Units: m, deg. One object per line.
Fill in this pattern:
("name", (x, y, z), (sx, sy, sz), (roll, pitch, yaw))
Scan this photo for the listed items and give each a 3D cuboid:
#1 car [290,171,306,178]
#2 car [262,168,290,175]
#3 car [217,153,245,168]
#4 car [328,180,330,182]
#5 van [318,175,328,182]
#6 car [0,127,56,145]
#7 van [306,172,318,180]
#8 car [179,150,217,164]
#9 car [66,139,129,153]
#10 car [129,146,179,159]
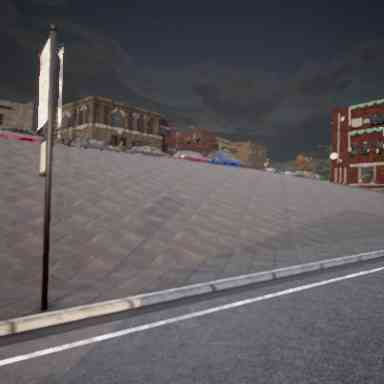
("car", (15.191, -2.397, 51.320), (2.002, 1.452, 4.674), (1, -2, 41))
("car", (11.520, -2.647, 47.175), (2.002, 1.452, 4.674), (1, -2, 42))
("car", (3.980, -3.373, 39.129), (5.566, 2.045, 2.435), (3, -1, -45))
("car", (25.748, -1.538, 64.187), (2.163, 1.488, 4.792), (1, -2, 38))
("van", (22.390, -2.094, 59.910), (1.878, 1.987, 4.442), (1, -2, 39))
("car", (-12.213, -3.743, 23.971), (4.792, 1.488, 2.163), (2, -1, -40))
("van", (18.893, -2.385, 55.624), (1.878, 1.987, 4.442), (1, -2, 41))
("car", (0.000, -3.436, 35.174), (4.553, 1.767, 2.185), (2, -1, -44))
("car", (-8.066, -3.585, 27.611), (4.674, 1.452, 2.002), (2, -1, -41))
("car", (-4.070, -3.479, 31.273), (4.892, 1.521, 2.231), (2, -1, -42))
